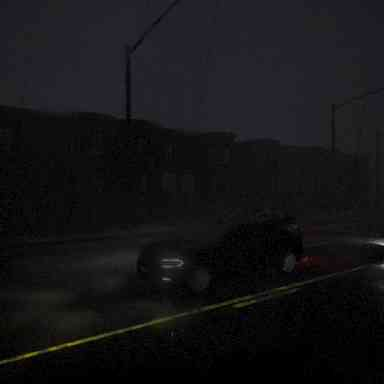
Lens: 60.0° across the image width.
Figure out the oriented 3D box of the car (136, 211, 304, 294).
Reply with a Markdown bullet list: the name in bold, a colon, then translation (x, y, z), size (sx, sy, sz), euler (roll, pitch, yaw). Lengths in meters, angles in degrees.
- **car**: translation (0.934, 1.477, 9.000), size (5.008, 1.535, 1.882), euler (0, 0, -36)

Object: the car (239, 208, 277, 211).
- **car**: translation (2.669, 1.492, 14.590), size (4.902, 1.511, 2.128), euler (0, 0, -36)
